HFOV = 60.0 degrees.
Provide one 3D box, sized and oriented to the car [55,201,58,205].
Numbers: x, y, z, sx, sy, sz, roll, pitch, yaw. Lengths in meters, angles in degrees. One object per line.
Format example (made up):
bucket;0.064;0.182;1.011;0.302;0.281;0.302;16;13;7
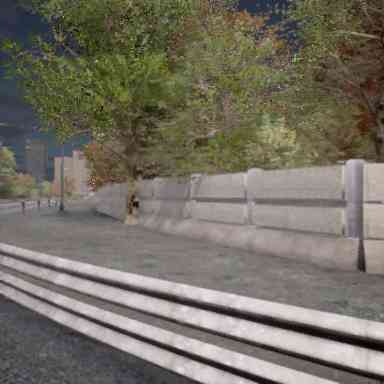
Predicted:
car;-31.745;2.185;75.713;2.128;1.511;4.902;1;-1;-16

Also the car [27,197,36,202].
car;-33.895;1.770;71.357;1.882;1.535;5.008;1;-1;-16

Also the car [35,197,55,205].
car;-28.970;1.938;65.816;2.033;1.411;5.357;1;-1;-16
